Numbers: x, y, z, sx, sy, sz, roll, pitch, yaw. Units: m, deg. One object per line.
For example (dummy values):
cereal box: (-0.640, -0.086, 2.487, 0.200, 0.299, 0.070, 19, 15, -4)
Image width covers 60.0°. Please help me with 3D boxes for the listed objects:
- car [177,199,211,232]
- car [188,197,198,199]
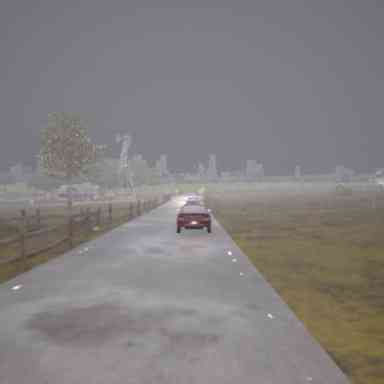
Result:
car: (0.105, 1.439, 19.731, 1.882, 1.535, 5.008, 0, 0, 0)
car: (0.112, 1.374, 40.350, 1.812, 1.442, 4.674, 0, 0, 0)
